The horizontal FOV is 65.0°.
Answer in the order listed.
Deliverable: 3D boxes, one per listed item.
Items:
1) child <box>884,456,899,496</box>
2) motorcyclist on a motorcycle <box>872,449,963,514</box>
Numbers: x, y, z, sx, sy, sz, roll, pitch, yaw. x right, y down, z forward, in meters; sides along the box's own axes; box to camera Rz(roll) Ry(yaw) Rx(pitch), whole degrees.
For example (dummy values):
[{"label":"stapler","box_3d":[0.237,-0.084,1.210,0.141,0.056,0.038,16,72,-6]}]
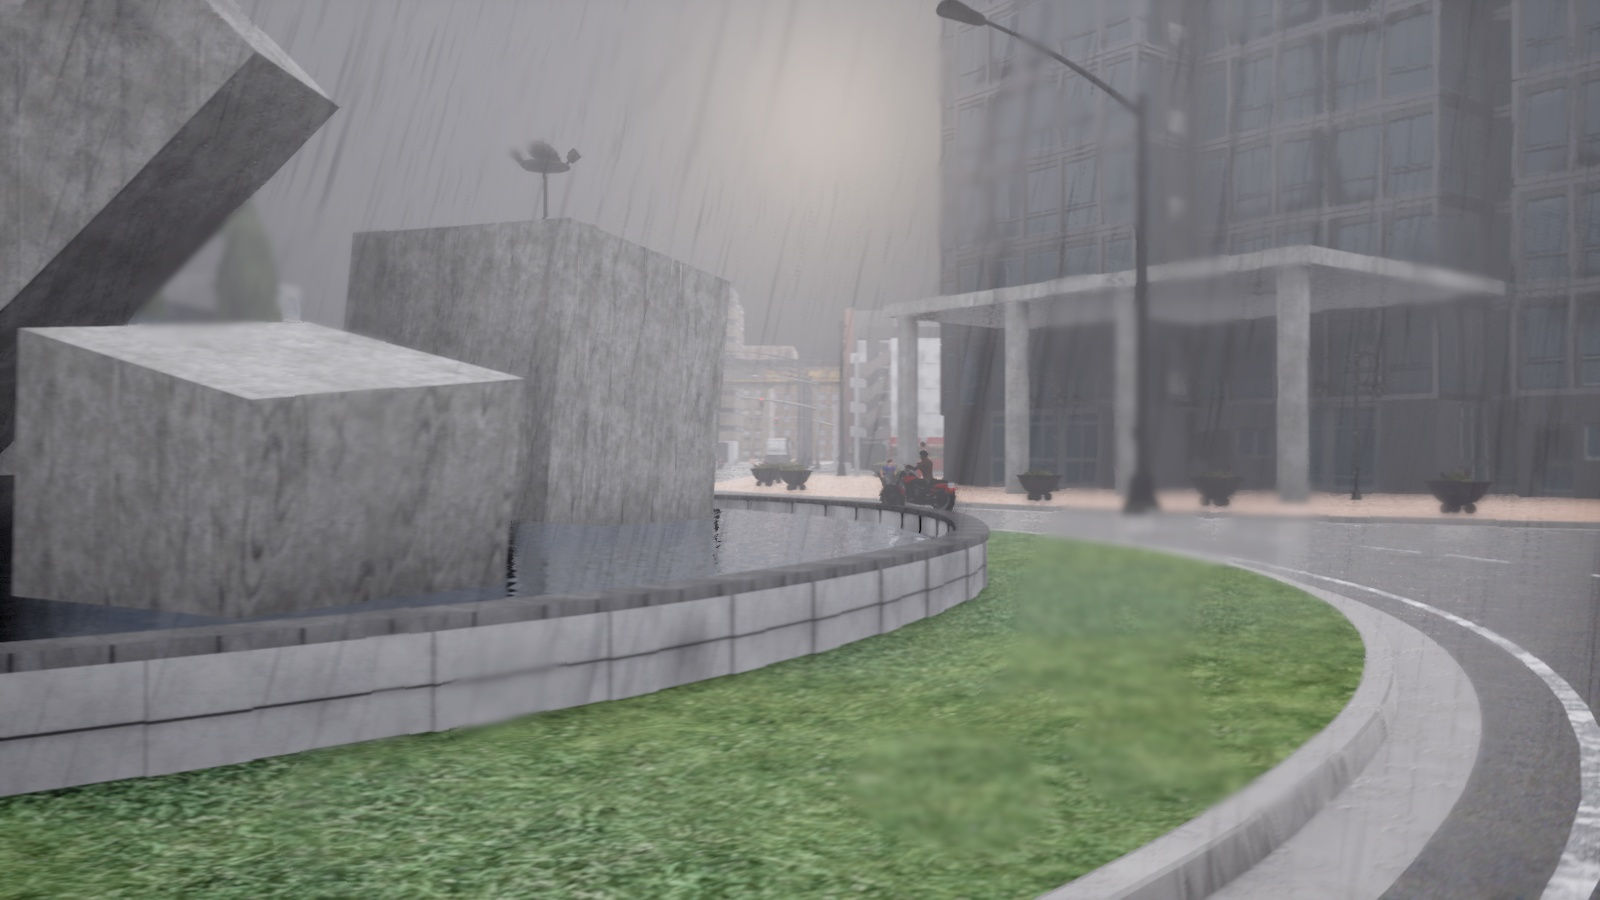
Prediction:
[{"label":"child","box_3d":[2.884,0.810,39.558,0.270,1.263,0.437,0,0,-38]},{"label":"motorcyclist on a motorcycle","box_3d":[3.051,0.802,32.799,2.350,1.649,0.766,-1,0,43]}]
